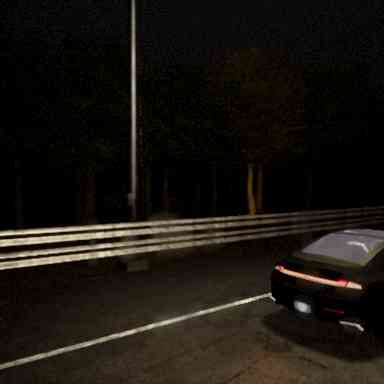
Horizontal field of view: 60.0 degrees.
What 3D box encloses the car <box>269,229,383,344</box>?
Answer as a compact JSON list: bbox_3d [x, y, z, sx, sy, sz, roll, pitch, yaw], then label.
[{"bbox_3d":[3.594,1.468,6.313,4.902,1.511,2.128,0,0,-36],"label":"car"}]
